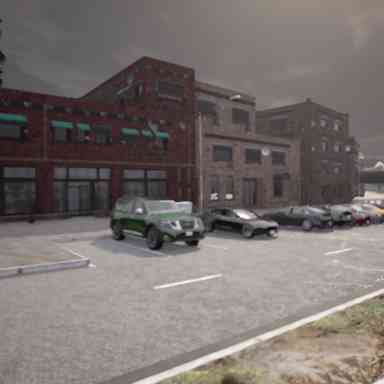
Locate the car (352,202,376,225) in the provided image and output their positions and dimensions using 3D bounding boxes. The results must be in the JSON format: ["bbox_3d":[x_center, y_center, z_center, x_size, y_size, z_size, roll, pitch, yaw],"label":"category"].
[{"bbox_3d":[10.972,1.720,25.517,2.163,1.488,4.792,1,-1,-41],"label":"car"}]

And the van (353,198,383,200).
[{"bbox_3d":[16.944,1.536,31.127,1.878,1.987,4.442,1,-1,-43],"label":"van"}]

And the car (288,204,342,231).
[{"bbox_3d":[6.818,1.634,21.972,2.231,1.521,4.892,1,-1,-40],"label":"car"}]

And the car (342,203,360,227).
[{"bbox_3d":[8.875,1.692,23.770,2.163,1.488,4.792,1,-1,-40],"label":"car"}]

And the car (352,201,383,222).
[{"bbox_3d":[12.993,1.756,27.354,2.002,1.452,4.674,1,-1,-42],"label":"car"}]

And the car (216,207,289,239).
[{"bbox_3d":[2.523,1.599,18.397,2.163,1.488,4.792,1,-1,-38],"label":"car"}]

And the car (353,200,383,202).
[{"bbox_3d":[15.142,1.735,29.047,1.946,1.575,5.366,1,-1,-42],"label":"car"}]

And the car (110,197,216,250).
[{"bbox_3d":[-1.770,1.271,15.017,2.435,2.045,5.566,0,-1,-37],"label":"car"}]
